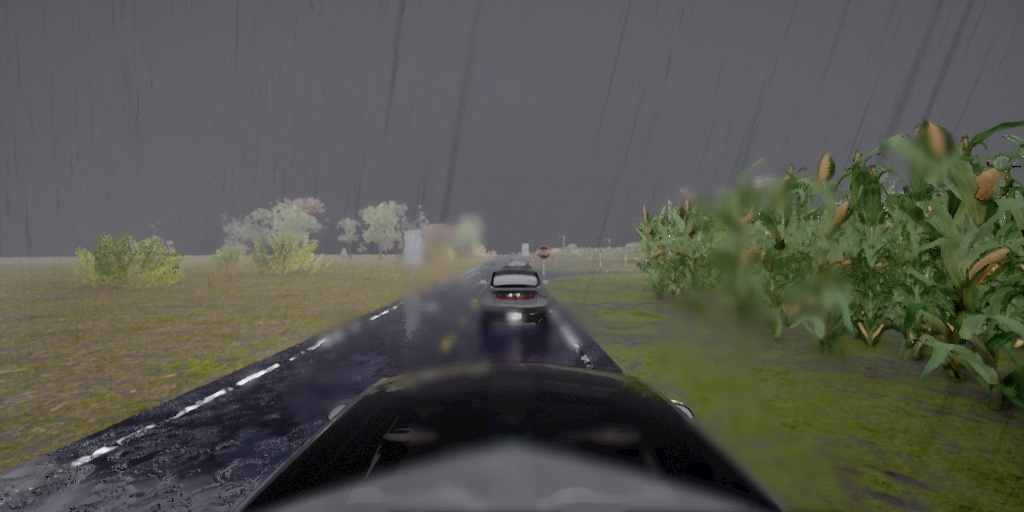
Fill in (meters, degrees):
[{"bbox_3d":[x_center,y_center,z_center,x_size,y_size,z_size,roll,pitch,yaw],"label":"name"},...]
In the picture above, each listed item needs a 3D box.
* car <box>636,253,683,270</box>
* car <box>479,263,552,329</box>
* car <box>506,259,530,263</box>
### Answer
[{"bbox_3d":[14.163,0.495,33.983,4.553,1.767,2.097,-1,0,-1],"label":"car"},{"bbox_3d":[0.080,1.120,10.627,1.837,1.490,4.892,0,1,0],"label":"car"},{"bbox_3d":[0.436,0.930,22.537,2.128,1.511,4.902,0,1,5],"label":"car"}]
